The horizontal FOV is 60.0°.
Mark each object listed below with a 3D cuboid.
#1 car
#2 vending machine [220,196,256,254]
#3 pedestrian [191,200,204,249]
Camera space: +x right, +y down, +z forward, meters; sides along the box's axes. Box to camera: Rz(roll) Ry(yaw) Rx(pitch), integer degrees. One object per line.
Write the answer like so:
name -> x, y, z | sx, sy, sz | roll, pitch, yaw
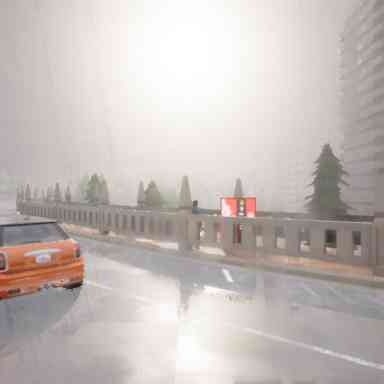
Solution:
car -> -4.574, 1.351, 8.051 | 4.553, 1.767, 2.097 | 0, 0, 41
vending machine -> 1.764, 1.195, 12.652 | 0.880, 2.100, 1.100 | 0, 0, 41
pedestrian -> 0.136, 1.141, 12.074 | 0.375, 1.860, 0.375 | 0, 0, 41
